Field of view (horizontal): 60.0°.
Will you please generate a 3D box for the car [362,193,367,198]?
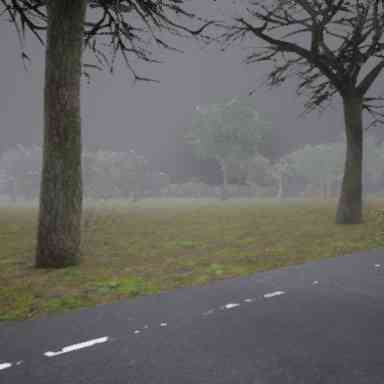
[{"bbox_3d":[34.471,0.581,70.631,2.128,1.511,4.902,2,-2,-35],"label":"car"}]
